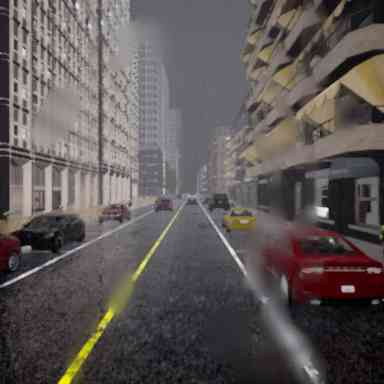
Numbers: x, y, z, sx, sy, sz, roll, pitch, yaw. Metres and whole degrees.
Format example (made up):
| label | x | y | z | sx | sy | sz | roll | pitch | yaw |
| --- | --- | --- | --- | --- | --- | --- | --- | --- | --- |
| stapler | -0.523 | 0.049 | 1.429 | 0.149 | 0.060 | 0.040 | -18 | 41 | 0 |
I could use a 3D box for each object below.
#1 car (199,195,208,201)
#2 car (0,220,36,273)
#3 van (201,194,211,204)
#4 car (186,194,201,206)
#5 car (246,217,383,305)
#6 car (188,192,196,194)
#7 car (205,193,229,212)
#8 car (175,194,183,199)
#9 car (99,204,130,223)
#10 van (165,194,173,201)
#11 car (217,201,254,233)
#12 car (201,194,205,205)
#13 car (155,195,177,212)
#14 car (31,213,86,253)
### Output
| label | x | y | z | sx | sy | sz | roll | pitch | yaw |
| --- | --- | --- | --- | --- | --- | --- | --- | --- | --- |
| car | 2.693 | 1.485 | 81.393 | 2.008 | 1.369 | 4.403 | 0 | 0 | 0 |
| car | -5.690 | 1.571 | 7.961 | 1.802 | 1.307 | 4.206 | 0 | 0 | 0 |
| van | 2.692 | 1.281 | 64.447 | 1.690 | 1.788 | 3.998 | 0 | 0 | 0 |
| car | 0.023 | 1.493 | 53.831 | 2.033 | 1.411 | 5.357 | 0 | 0 | 1 |
| car | 2.690 | 1.533 | 7.961 | 1.887 | 1.381 | 4.507 | 0 | 0 | 0 |
| car | 0.003 | 1.034 | 69.038 | 2.150 | 2.045 | 5.566 | 0 | 0 | 0 |
| car | 3.001 | 1.181 | 37.799 | 2.150 | 2.045 | 5.566 | 0 | 0 | 0 |
| car | -2.997 | 1.200 | 78.417 | 1.837 | 1.490 | 4.892 | 0 | 0 | 0 |
| car | -5.689 | 1.550 | 24.908 | 1.802 | 1.307 | 4.206 | 0 | 0 | 0 |
| van | -5.688 | 1.276 | 81.394 | 1.690 | 1.788 | 3.998 | 0 | 0 | 0 |
| car | 2.690 | 1.499 | 19.429 | 1.752 | 1.417 | 4.829 | 0 | 0 | 0 |
| car | 2.692 | 1.524 | 58.799 | 1.802 | 1.307 | 4.206 | 0 | 0 | 0 |
| car | -3.093 | 1.434 | 37.614 | 1.882 | 1.535 | 5.008 | 0 | 0 | 0 |
| car | -5.690 | 1.548 | 13.611 | 1.947 | 1.339 | 4.313 | 0 | 0 | 0 |
